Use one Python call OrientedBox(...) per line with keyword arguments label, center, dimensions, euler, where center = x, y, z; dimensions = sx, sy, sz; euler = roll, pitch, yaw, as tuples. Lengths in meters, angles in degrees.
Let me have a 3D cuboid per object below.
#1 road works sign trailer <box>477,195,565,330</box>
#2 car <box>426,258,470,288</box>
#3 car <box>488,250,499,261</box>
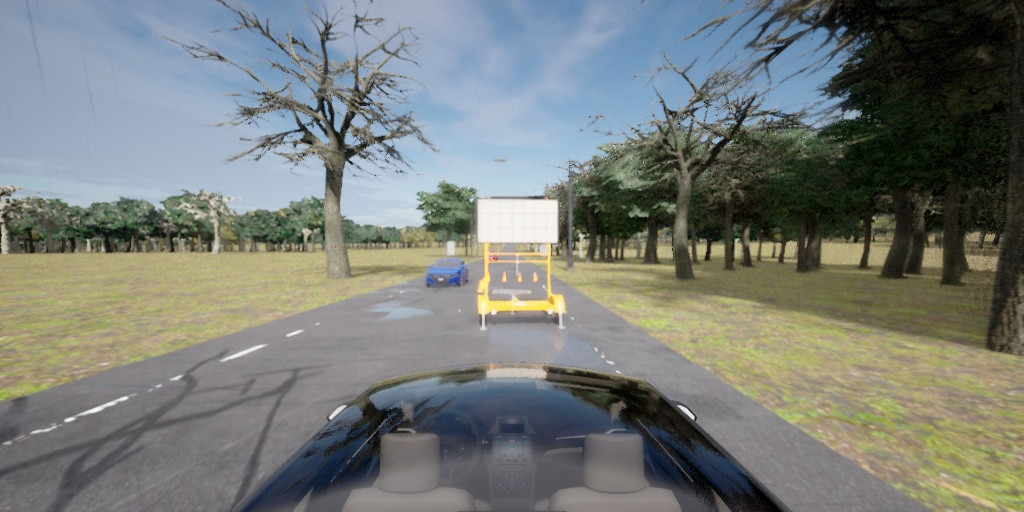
OrientedBox(label="road works sign trailer", center=(0.159, 0.050, 10.577), dimensions=(2.380, 3.560, 2.880), euler=(0, 0, -5))
OrientedBox(label="car", center=(-3.599, 0.882, 20.674), dimensions=(1.882, 1.535, 5.008), euler=(0, 1, 0))
OrientedBox(label="car", center=(-3.535, -0.072, 63.967), dimensions=(2.150, 2.045, 5.566), euler=(0, 1, 1))
